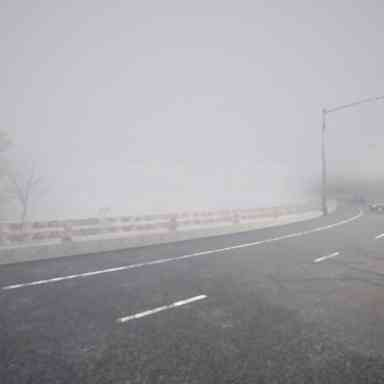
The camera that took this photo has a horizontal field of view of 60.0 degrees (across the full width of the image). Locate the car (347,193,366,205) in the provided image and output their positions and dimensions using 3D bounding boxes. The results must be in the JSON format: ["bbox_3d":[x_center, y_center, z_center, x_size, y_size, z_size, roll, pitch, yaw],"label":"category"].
[{"bbox_3d":[30.043,1.280,60.859,2.150,2.045,5.566,0,0,14],"label":"car"}]

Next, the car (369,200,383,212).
[{"bbox_3d":[22.196,1.645,39.511,1.895,1.301,4.718,0,0,27],"label":"car"}]
